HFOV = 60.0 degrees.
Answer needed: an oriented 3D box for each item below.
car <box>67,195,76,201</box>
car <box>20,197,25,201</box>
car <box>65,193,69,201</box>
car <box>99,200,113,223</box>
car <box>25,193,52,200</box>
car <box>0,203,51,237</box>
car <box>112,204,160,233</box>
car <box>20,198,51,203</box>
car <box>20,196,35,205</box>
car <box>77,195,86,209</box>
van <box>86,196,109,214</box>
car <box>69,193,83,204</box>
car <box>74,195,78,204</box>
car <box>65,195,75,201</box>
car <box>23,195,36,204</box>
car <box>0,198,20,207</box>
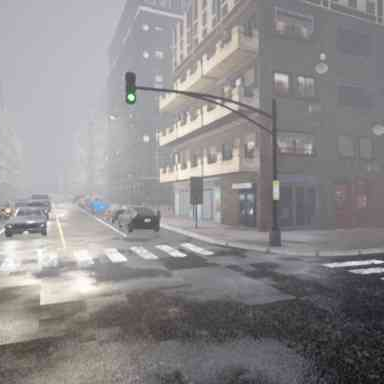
[{"bbox_3d":[-29.799,1.477,82.008,1.752,1.417,4.829,1,0,-23],"label":"car"},{"bbox_3d":[-24.163,1.505,47.421,1.887,1.381,4.507,1,0,-23],"label":"car"},{"bbox_3d":[-27.520,1.505,76.659,2.008,1.369,4.403,1,0,-23],"label":"car"},{"bbox_3d":[-5.390,1.537,24.754,2.008,1.369,4.403,1,0,-23],"label":"car"},{"bbox_3d":[-16.961,1.192,37.195,2.150,2.045,5.566,0,0,-22],"label":"car"},{"bbox_3d":[-8.901,1.532,18.192,2.033,1.411,5.357,0,0,-23],"label":"car"},{"bbox_3d":[-3.177,1.556,19.564,1.947,1.339,4.313,1,0,-23],"label":"car"},{"bbox_3d":[-12.779,1.503,27.305,1.812,1.442,4.674,0,0,-23],"label":"car"},{"bbox_3d":[-28.589,1.506,57.801,2.008,1.369,4.403,1,0,-23],"label":"car"},{"bbox_3d":[-14.307,1.497,45.673,1.752,1.417,4.829,1,0,-23],"label":"car"},{"bbox_3d":[-9.812,1.320,35.136,1.690,1.788,3.998,1,0,-23],"label":"van"},{"bbox_3d":[-20.876,1.277,61.089,2.192,1.841,5.009,1,0,-23],"label":"car"},{"bbox_3d":[-16.455,1.550,50.706,1.802,1.307,4.206,1,0,-23],"label":"car"},{"bbox_3d":[-31.946,1.500,87.040,2.008,1.369,4.403,1,0,-23],"label":"car"},{"bbox_3d":[-30.800,1.392,62.993,1.967,1.590,4.097,1,0,-23],"label":"car"},{"bbox_3d":[-15.309,1.415,26.659,1.967,1.590,4.097,1,0,-23],"label":"car"}]
